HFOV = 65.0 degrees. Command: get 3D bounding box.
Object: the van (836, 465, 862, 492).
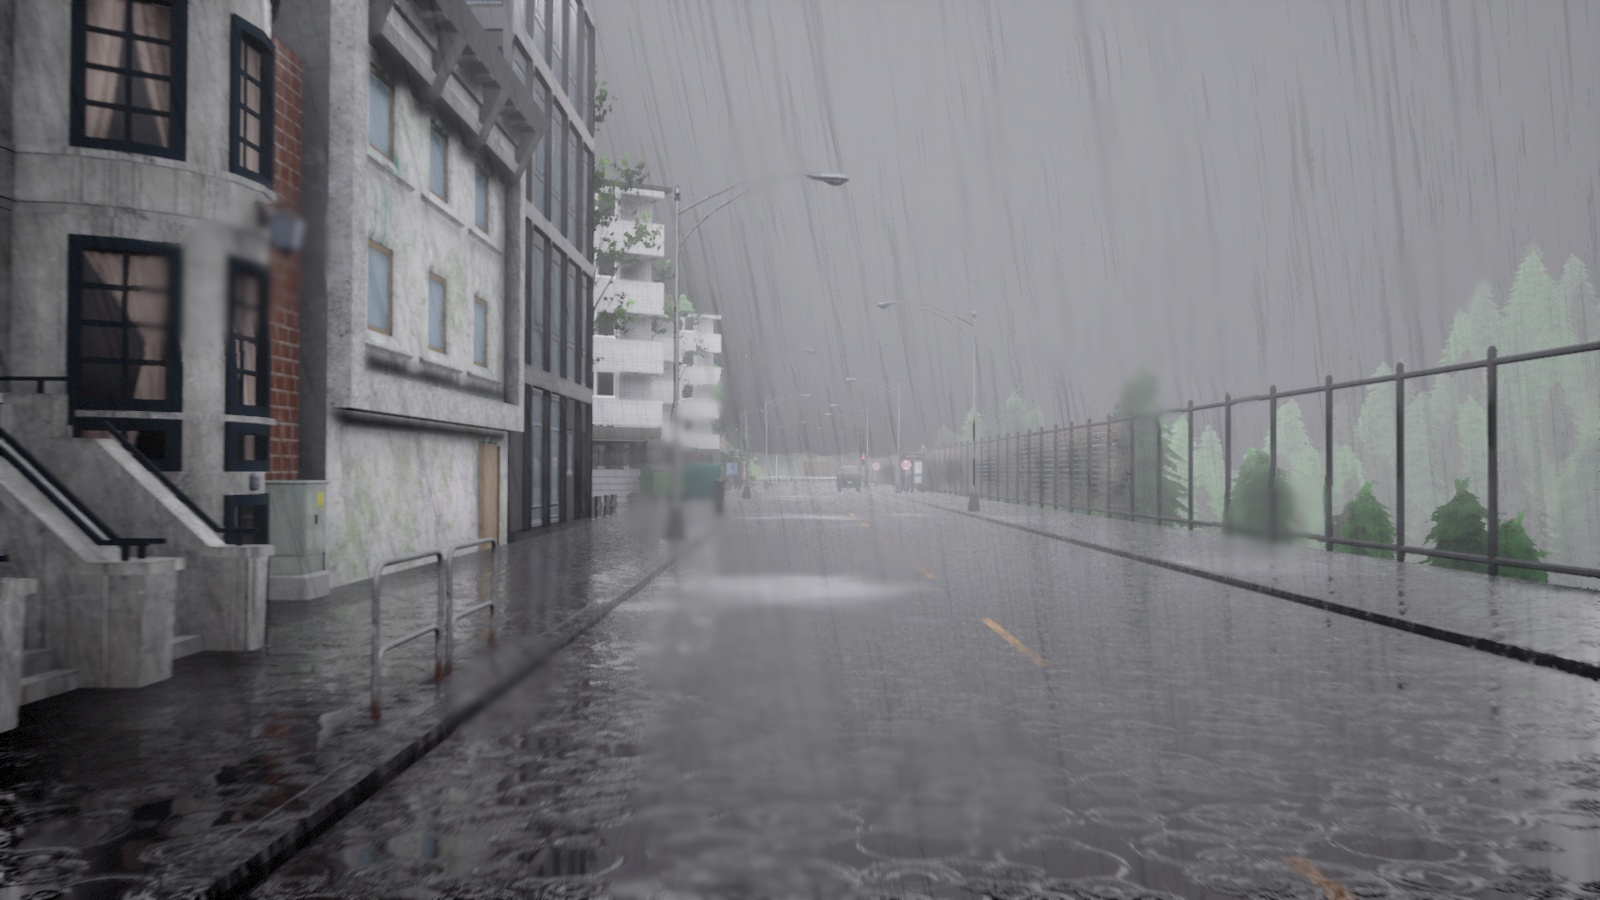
[{"bbox_3d":[3.751,2.168,96.580,1.775,1.987,4.442,0,-1,0],"label":"van"}]
